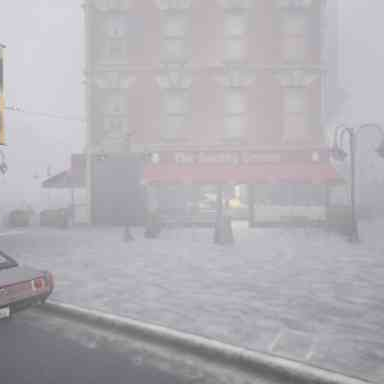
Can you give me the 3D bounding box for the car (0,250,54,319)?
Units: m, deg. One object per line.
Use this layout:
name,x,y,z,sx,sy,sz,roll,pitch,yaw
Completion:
car,-4.894,1.630,6.298,4.718,1.301,1.895,-1,0,31
